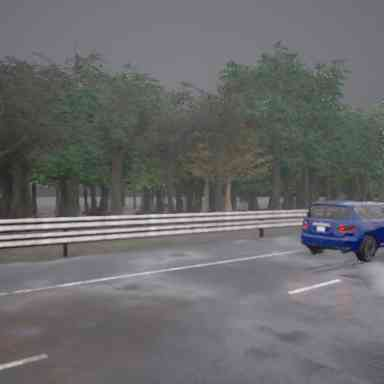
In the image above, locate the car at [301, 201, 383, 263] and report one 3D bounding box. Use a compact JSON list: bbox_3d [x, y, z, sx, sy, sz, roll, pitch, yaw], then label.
[{"bbox_3d":[6.569,1.363,12.841,5.566,2.045,2.150,0,0,-35],"label":"car"}]
